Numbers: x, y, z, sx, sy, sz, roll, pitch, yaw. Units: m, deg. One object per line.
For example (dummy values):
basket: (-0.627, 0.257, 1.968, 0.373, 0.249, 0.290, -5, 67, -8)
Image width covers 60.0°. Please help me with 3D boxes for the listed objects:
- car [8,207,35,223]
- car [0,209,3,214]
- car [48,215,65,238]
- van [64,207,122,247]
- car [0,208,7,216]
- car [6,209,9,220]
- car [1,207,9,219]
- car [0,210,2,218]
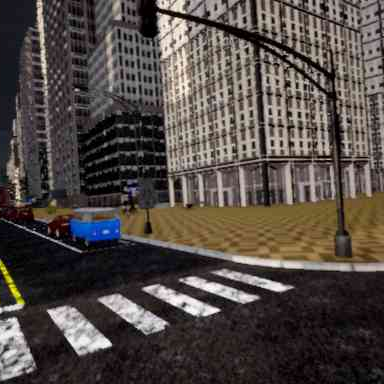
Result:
car: (-20.346, 2.713, 40.129, 2.192, 1.841, 5.009, -3, 0, -33)
car: (-47.707, 4.820, 81.751, 1.947, 1.339, 4.313, -3, 0, -33)
car: (-8.146, 2.112, 21.644, 1.887, 1.381, 4.507, -3, 0, -33)
van: (-5.043, 1.697, 17.071, 1.690, 1.788, 3.998, -3, 0, -33)
car: (-41.719, 4.374, 72.644, 1.752, 1.417, 4.829, -3, 0, -33)
car: (-23.373, 3.149, 44.752, 1.887, 1.381, 4.507, -3, 0, -33)
car: (-26.430, 3.126, 49.379, 2.192, 1.841, 5.009, -3, 0, -33)
car: (-29.456, 3.583, 54.003, 1.947, 1.339, 4.313, -3, 0, -33)
